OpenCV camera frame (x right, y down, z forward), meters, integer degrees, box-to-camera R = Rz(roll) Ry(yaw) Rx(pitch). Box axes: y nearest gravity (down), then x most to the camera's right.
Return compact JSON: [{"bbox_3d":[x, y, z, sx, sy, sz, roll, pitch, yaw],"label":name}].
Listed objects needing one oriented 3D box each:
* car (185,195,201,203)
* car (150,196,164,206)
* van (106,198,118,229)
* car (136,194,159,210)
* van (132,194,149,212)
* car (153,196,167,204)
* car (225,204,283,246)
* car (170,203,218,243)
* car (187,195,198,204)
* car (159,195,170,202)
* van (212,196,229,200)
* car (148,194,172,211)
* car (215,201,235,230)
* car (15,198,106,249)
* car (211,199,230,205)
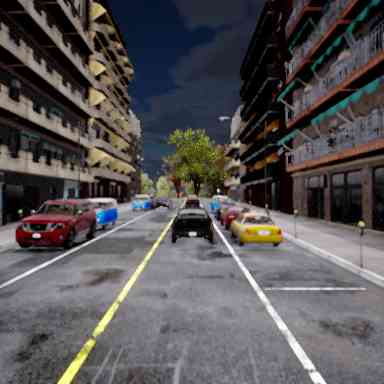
[{"bbox_3d":[0.099,1.402,44.248,1.837,1.490,4.892,0,0,0],"label":"car"},{"bbox_3d":[-5.680,1.443,54.310,1.947,1.339,4.313,1,0,0],"label":"car"},{"bbox_3d":[-5.676,1.292,20.339,1.690,1.788,3.998,1,0,0],"label":"van"},{"bbox_3d":[-5.676,1.215,42.985,2.192,1.841,5.009,1,0,0],"label":"car"},{"bbox_3d":[-5.676,1.253,37.324,1.690,1.788,3.998,1,0,0],"label":"van"},{"bbox_3d":[-5.680,1.417,59.972,2.008,1.369,4.403,1,0,0],"label":"car"},{"bbox_3d":[2.703,1.489,14.810,1.752,1.417,4.829,1,0,0],"label":"car"},{"bbox_3d":[0.018,1.465,15.948,1.837,1.490,4.892,0,0,0],"label":"car"},{"bbox_3d":[0.101,1.341,61.010,1.882,1.535,5.008,0,0,0],"label":"car"},{"bbox_3d":[-5.772,1.397,71.291,2.008,1.369,4.403,1,0,0],"label":"car"},{"bbox_3d":[2.691,1.265,31.624,1.690,1.788,3.998,1,0,0],"label":"van"},{"bbox_3d":[-3.000,1.111,34.943,2.033,1.411,5.357,0,0,0],"label":"car"},{"bbox_3d":[2.705,1.495,20.301,1.887,1.381,4.507,1,0,0],"label":"car"},{"bbox_3d":[-5.676,1.279,14.678,2.192,1.841,5.009,1,0,0],"label":"car"},{"bbox_3d":[2.709,1.503,25.963,1.947,1.339,4.313,1,0,0],"label":"car"}]
